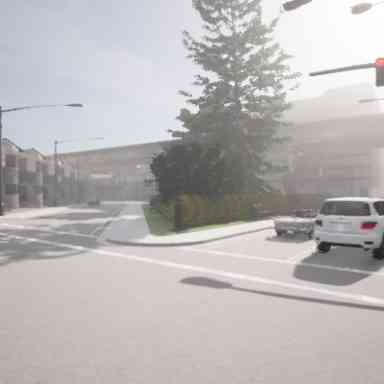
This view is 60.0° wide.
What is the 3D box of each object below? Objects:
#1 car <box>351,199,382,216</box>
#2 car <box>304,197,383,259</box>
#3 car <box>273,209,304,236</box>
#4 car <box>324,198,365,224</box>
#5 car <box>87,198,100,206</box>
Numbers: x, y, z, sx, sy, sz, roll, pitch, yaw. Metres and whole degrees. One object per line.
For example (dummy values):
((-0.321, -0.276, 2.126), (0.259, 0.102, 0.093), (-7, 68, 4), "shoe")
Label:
((18.164, 1.542, 34.440), (2.128, 1.511, 4.902), (0, 0, 36), "car")
((6.607, 1.220, 12.968), (2.150, 2.045, 5.566), (0, 0, 40), "car")
((6.052, 1.624, 17.885), (1.895, 1.301, 4.718), (0, 0, 36), "car")
((12.037, 1.389, 26.082), (2.097, 1.767, 4.553), (0, 0, 36), "car")
((-18.008, 1.844, 61.008), (2.033, 1.411, 5.357), (0, 0, -10), "car")
